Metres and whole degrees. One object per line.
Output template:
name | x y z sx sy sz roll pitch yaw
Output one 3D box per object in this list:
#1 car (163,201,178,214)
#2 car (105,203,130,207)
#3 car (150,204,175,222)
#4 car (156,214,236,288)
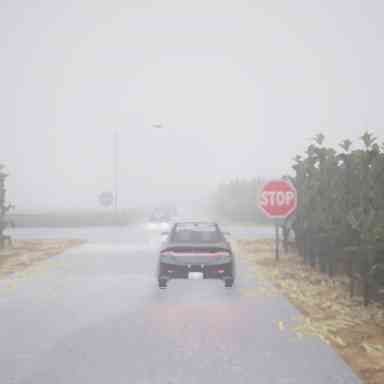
car | -3.159 2.284 46.707 2.150 2.045 5.566 0 -1 1
car | -16.206 3.137 72.414 5.357 1.411 2.033 0 -1 0
car | -3.176 2.226 33.940 2.128 1.511 4.902 0 -2 0
car | 0.114 1.590 9.503 2.128 1.511 4.902 0 -1 1
